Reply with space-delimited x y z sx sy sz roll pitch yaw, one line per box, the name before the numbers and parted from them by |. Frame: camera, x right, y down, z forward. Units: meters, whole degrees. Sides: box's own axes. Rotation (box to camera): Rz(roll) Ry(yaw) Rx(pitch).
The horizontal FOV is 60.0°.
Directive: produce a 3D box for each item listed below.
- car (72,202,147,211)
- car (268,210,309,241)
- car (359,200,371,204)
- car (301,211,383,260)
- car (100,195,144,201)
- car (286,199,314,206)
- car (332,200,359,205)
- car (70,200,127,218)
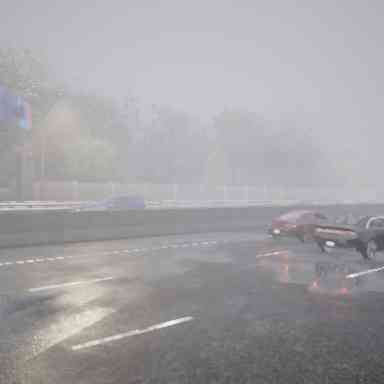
car | -5.435 1.585 21.609 4.674 1.442 1.812 1 0 -35
car | 5.728 1.633 16.431 4.674 1.442 1.812 1 0 -35
car | 26.446 2.006 52.858 5.357 1.411 2.033 1 0 -35
car | 6.736 1.589 12.847 4.902 1.511 2.128 1 0 -36
car | -6.687 1.309 29.312 5.566 2.045 2.150 1 0 -35
car | 16.259 1.837 49.915 5.008 1.535 1.882 1 0 -35
car | 19.280 1.948 43.461 4.718 1.301 1.895 1 0 -35
car | -8.946 1.589 31.999 4.892 1.490 1.837 1 0 -35
